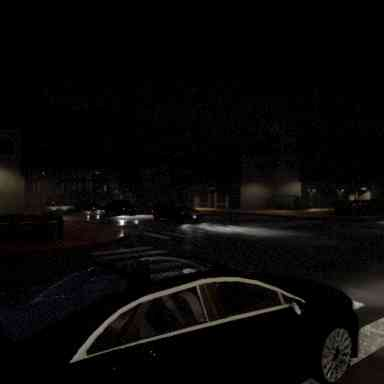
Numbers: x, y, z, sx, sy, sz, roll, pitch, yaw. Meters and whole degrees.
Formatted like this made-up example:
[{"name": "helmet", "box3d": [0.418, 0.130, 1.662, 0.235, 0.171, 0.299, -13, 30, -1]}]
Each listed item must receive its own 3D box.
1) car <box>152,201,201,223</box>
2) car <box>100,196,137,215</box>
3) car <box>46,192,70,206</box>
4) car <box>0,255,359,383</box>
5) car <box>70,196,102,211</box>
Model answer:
[{"name": "car", "box3d": [-1.280, 1.488, 25.434, 2.128, 1.511, 4.902, 0, 0, -37]}, {"name": "car", "box3d": [-7.298, 1.501, 33.683, 1.837, 1.490, 4.892, 0, 0, -36]}, {"name": "car", "box3d": [-22.406, 1.203, 54.623, 2.150, 2.045, 5.566, 0, 0, -36]}, {"name": "car", "box3d": [-0.050, 1.492, 3.724, 4.902, 1.511, 2.128, 0, 0, -35]}, {"name": "car", "box3d": [-13.353, 1.544, 42.018, 2.033, 1.411, 5.357, 0, 0, -36]}]
